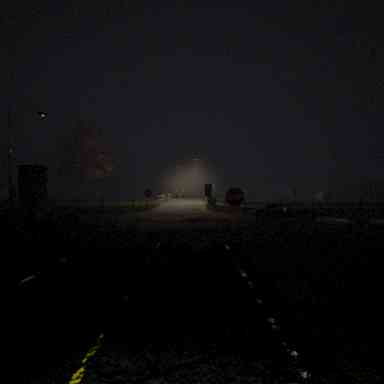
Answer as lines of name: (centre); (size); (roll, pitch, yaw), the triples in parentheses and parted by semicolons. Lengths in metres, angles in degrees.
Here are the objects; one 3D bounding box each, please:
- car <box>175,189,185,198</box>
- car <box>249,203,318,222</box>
car: (-2.757, 0.381, 76.460); (2.150, 2.045, 5.566); (0, 0, 0)
car: (6.746, 1.474, 24.612); (4.718, 1.301, 1.895); (0, 1, -1)
